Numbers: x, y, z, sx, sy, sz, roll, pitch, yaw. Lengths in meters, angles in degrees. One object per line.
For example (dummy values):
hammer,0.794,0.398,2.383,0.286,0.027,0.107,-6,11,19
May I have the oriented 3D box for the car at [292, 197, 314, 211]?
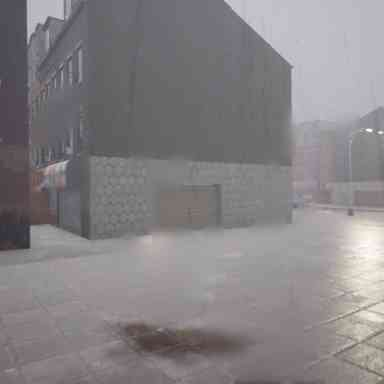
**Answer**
car,11.184,1.261,36.736,2.128,1.511,4.902,-1,2,-35
